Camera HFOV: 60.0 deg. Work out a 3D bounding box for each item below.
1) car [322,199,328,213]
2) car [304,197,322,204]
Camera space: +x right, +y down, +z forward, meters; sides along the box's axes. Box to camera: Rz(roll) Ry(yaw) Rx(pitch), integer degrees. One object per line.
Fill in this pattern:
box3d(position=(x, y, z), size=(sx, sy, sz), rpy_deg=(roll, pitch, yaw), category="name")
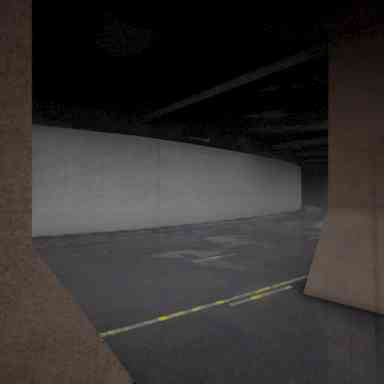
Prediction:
box3d(position=(12.535, 1.347, 27.316), size=(2.097, 1.767, 4.553), rpy_deg=(0, 0, 34), category="car")
box3d(position=(23.738, 1.600, 63.802), size=(1.895, 1.301, 4.718), rpy_deg=(0, 0, -21), category="car")
